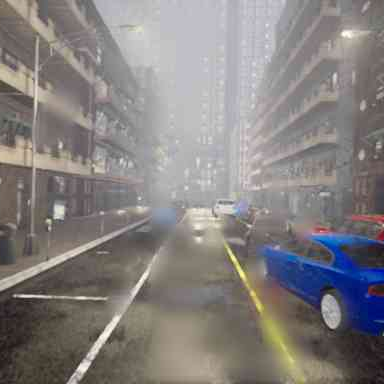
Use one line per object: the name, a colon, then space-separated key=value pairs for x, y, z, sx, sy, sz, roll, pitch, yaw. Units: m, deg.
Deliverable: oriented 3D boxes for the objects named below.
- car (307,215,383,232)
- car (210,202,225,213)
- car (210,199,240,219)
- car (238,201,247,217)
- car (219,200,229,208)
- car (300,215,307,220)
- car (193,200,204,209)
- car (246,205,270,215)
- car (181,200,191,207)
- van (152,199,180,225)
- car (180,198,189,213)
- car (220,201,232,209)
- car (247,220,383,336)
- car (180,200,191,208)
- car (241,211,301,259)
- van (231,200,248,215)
car: x=5.415 y=1.575 z=9.804 sx=2.192 sy=1.841 sz=5.009 roll=1 pitch=-1 yaw=1
car: x=3.669 y=2.198 z=48.263 sx=1.812 sy=1.442 sz=4.674 roll=1 pitch=-1 yaw=1
car: x=3.454 y=1.744 z=35.974 sx=2.150 sy=2.045 sz=5.566 roll=1 pitch=0 yaw=1
car: x=5.881 y=1.978 z=31.991 sx=1.967 sy=1.590 sz=4.097 roll=1 pitch=-1 yaw=1
car: x=6.703 y=2.543 z=70.993 sx=1.752 sy=1.417 sz=4.829 roll=1 pitch=-1 yaw=1
car: x=5.531 y=1.770 z=15.349 sx=1.967 sy=1.590 sz=4.097 roll=1 pitch=-1 yaw=1
car: x=1.179 y=2.230 z=60.599 sx=1.882 sy=1.535 sz=5.008 roll=1 pitch=-1 yaw=1
car: x=5.767 y=1.996 z=26.613 sx=1.752 sy=1.417 sz=4.829 roll=1 pitch=-1 yaw=1
car: x=-1.177 y=2.357 z=70.972 sx=1.887 sy=1.381 sz=4.507 roll=1 pitch=-1 yaw=1
van: x=-2.110 y=1.606 z=26.595 sx=1.690 sy=1.788 sz=3.998 roll=1 pitch=-1 yaw=1
car: x=-1.761 y=1.911 z=43.236 sx=1.967 sy=1.590 sz=4.097 roll=1 pitch=-1 yaw=1
car: x=6.582 y=2.493 z=65.275 sx=1.887 sy=1.381 sz=4.507 roll=1 pitch=-1 yaw=1
car: x=3.028 y=1.645 z=7.246 sx=1.882 sy=1.535 sz=5.008 roll=2 pitch=-1 yaw=-10
car: x=-1.295 y=2.310 z=65.424 sx=1.947 sy=1.339 sz=4.313 roll=1 pitch=-1 yaw=1
car: x=3.208 y=1.750 z=13.321 sx=1.837 sy=1.490 sz=4.892 roll=1 pitch=-1 yaw=16
van: x=6.117 y=2.016 z=43.088 sx=1.690 sy=1.788 sz=3.998 roll=1 pitch=-1 yaw=1
